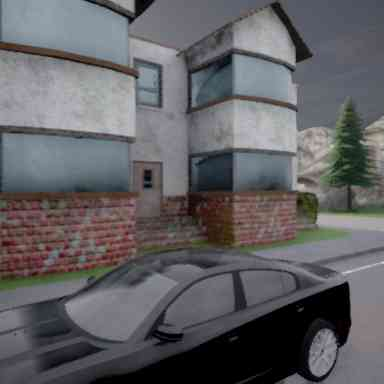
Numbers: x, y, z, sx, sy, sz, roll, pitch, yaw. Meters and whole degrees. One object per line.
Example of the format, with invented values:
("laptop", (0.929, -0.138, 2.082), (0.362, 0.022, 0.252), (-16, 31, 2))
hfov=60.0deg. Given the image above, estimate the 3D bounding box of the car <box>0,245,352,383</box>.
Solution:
("car", (-0.172, 1.462, 3.843), (5.008, 1.535, 1.882), (0, 0, -35))
